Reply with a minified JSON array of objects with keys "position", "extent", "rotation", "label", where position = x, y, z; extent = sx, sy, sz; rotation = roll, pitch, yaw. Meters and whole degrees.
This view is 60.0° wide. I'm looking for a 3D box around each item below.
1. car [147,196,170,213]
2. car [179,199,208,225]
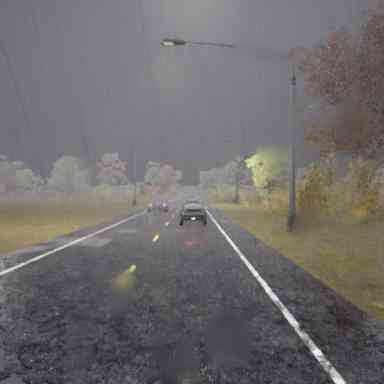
[{"position":[-3.581,1.342,36.313],"extent":[2.097,1.767,4.553],"rotation":[0,0,0],"label":"car"},{"position":[0.092,1.500,24.312],"extent":[1.837,1.490,4.892],"rotation":[0,0,0],"label":"car"}]
